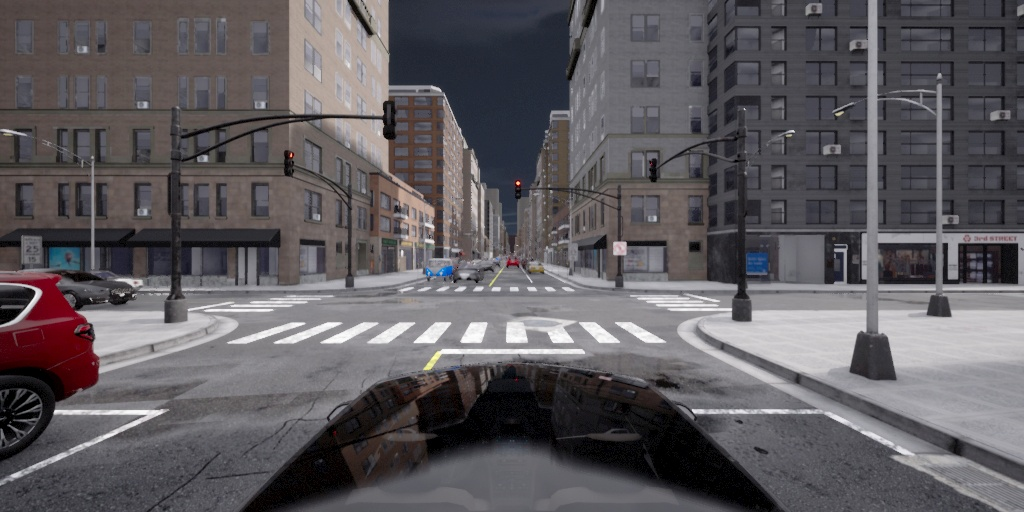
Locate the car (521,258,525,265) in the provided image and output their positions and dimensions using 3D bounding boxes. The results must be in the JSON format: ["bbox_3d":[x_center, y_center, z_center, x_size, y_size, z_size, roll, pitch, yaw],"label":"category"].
[{"bbox_3d":[2.711,1.304,51.466,1.948,1.339,4.313,0,0,0],"label":"car"}]

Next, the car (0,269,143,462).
[{"bbox_3d":[-5.858,1.065,2.122,2.192,1.841,5.009,0,0,0],"label":"car"}]

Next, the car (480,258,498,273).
[{"bbox_3d":[-3.061,1.247,43.798,1.837,1.490,4.892,0,0,0],"label":"car"}]

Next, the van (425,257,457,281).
[{"bbox_3d":[-5.834,1.085,29.069,1.690,1.789,3.998,0,0,0],"label":"van"}]

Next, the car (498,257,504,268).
[{"bbox_3d":[-2.955,1.282,63.050,2.033,1.411,5.357,0,0,0],"label":"car"}]

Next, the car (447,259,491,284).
[{"bbox_3d":[-3.172,1.236,27.288,2.128,1.511,4.902,0,0,3],"label":"car"}]

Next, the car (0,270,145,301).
[{"bbox_3d":[-20.660,1.358,16.947,4.718,1.301,1.895,0,0,1],"label":"car"}]

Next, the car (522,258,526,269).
[{"bbox_3d":[2.706,1.290,45.872,2.007,1.370,4.403,0,0,0],"label":"car"}]

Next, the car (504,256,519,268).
[{"bbox_3d":[0.150,0.957,60.954,2.150,2.045,5.566,0,0,0],"label":"car"}]

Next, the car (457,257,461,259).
[{"bbox_3d":[-5.830,1.058,34.665,2.192,1.841,5.009,0,0,0],"label":"car"}]

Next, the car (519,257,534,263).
[{"bbox_3d":[2.716,1.051,57.060,2.192,1.841,5.009,0,0,0],"label":"car"}]

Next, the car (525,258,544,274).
[{"bbox_3d":[2.701,1.267,40.447,1.751,1.417,4.829,0,0,0],"label":"car"}]

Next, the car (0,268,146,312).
[{"bbox_3d":[-17.565,1.263,13.846,4.892,1.490,1.837,0,0,-2],"label":"car"}]
